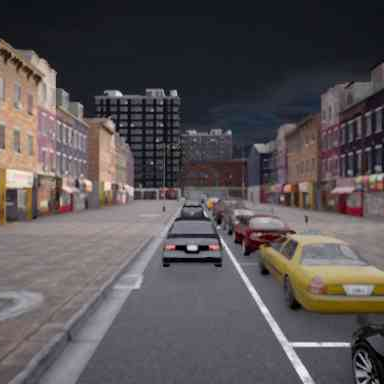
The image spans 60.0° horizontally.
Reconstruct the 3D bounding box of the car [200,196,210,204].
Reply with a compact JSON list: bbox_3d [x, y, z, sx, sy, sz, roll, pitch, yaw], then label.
[{"bbox_3d":[2.649,1.602,67.806,1.752,1.417,4.829,0,0,0],"label":"car"}]

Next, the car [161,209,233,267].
[{"bbox_3d":[0.028,1.537,11.391,2.033,1.411,5.357,0,0,1],"label":"car"}]

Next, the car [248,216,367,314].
[{"bbox_3d":[2.646,1.517,7.596,1.752,1.417,4.829,1,0,0],"label":"car"}]

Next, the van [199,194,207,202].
[{"bbox_3d":[2.652,1.463,78.585,1.690,1.788,3.998,0,0,0],"label":"van"}]

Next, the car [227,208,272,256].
[{"bbox_3d":[2.646,1.533,12.901,1.887,1.381,4.507,1,0,0],"label":"car"}]

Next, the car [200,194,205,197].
[{"bbox_3d":[2.649,1.620,62.162,1.947,1.339,4.313,0,0,0],"label":"car"}]

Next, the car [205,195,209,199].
[{"bbox_3d":[3.019,1.478,42.556,1.882,1.535,5.008,0,0,0],"label":"car"}]

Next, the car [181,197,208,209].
[{"bbox_3d":[0.048,1.478,28.583,2.128,1.511,4.902,0,0,1],"label":"car"}]

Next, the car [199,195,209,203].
[{"bbox_3d":[2.650,1.539,73.110,1.967,1.590,4.097,0,0,0],"label":"car"}]

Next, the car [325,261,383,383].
[{"bbox_3d":[2.645,1.563,1.953,1.947,1.339,4.313,1,0,0],"label":"car"}]

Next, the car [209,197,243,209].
[{"bbox_3d":[2.649,1.300,23.849,2.192,1.841,5.009,1,0,0],"label":"car"}]

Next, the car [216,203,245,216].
[{"bbox_3d":[2.647,1.537,18.375,2.008,1.369,4.403,1,0,0],"label":"car"}]
